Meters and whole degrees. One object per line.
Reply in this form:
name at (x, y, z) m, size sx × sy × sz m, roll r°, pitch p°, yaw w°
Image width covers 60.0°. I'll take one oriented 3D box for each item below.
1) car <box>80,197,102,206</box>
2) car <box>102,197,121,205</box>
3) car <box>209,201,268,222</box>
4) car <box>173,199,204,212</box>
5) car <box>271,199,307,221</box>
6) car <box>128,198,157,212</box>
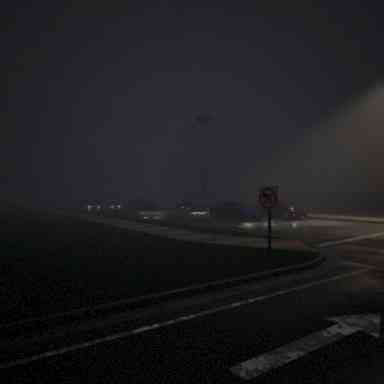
car at (-17.141, 1.549, 55.517) m, size 1.837 × 1.490 × 4.892 m, roll 0°, pitch 0°, yaw -36°
car at (-14.067, 1.540, 57.230) m, size 2.033 × 1.411 × 5.357 m, roll 0°, pitch 0°, yaw -35°
car at (3.444, 1.471, 26.881) m, size 1.882 × 1.535 × 5.008 m, roll 0°, pitch 0°, yaw -36°
car at (-0.454, 1.556, 38.194) m, size 1.994 × 1.385 × 4.181 m, roll 0°, pitch 0°, yaw -36°
car at (7.241, 1.344, 27.614) m, size 2.097 × 1.767 × 4.553 m, roll 0°, pitch 0°, yaw -36°
car at (-5.956, 1.471, 39.816) m, size 1.882 × 1.535 × 5.008 m, roll 0°, pitch 0°, yaw -36°
